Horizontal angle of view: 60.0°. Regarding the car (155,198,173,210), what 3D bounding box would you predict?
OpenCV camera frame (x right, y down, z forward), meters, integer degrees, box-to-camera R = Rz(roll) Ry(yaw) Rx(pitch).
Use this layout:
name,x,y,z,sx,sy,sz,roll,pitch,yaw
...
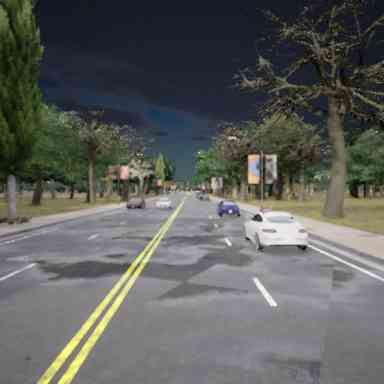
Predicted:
name,x,y,z,sx,sy,sz,roll,pitch,yaw
car,-3.451,1.456,41.575,1.812,1.442,4.674,0,0,0

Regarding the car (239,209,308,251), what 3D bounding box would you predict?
name,x,y,z,sx,sy,sz,roll,pitch,yaw
car,3.331,1.504,13.788,1.812,1.442,4.674,0,0,0

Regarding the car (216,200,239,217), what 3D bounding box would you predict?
name,x,y,z,sx,sy,sz,roll,pitch,yaw
car,3.282,1.476,30.654,1.812,1.442,4.674,0,0,0

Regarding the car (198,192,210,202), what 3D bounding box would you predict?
name,x,y,z,sx,sy,sz,roll,pitch,yaw
car,2.927,1.355,73.854,2.128,1.511,4.902,0,0,0

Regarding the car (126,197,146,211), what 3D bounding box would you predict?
name,x,y,z,sx,sy,sz,roll,pitch,yaw
car,-6.696,1.410,40.264,1.882,1.535,5.008,0,0,0

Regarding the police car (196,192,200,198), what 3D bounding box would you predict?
name,x,y,z,sx,sy,sz,roll,pitch,yaw
police car,2.830,1.260,84.968,1.930,1.638,5.238,0,0,-1
